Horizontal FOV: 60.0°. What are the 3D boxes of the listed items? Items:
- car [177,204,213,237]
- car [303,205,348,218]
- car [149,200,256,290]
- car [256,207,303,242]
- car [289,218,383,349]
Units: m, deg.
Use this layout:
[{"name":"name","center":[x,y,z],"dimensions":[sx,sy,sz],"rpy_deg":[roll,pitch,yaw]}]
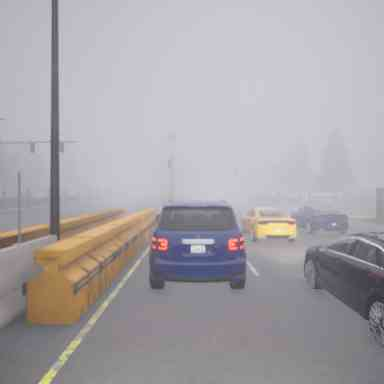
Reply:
[{"name":"car","center":[0.156,1.508,19.113],"dimensions":[1.837,1.490,4.892],"rpy_deg":[0,0,0]},{"name":"car","center":[7.156,1.481,19.204],"dimensions":[1.882,1.535,5.008],"rpy_deg":[0,0,0]},{"name":"car","center":[0.128,1.223,9.265],"dimensions":[2.150,2.045,5.566],"rpy_deg":[0,0,0]},{"name":"car","center":[3.648,1.481,16.498],"dimensions":[1.882,1.535,5.008],"rpy_deg":[0,0,0]},{"name":"car","center":[3.614,1.493,6.144],"dimensions":[2.128,1.511,4.902],"rpy_deg":[0,0,0]}]
